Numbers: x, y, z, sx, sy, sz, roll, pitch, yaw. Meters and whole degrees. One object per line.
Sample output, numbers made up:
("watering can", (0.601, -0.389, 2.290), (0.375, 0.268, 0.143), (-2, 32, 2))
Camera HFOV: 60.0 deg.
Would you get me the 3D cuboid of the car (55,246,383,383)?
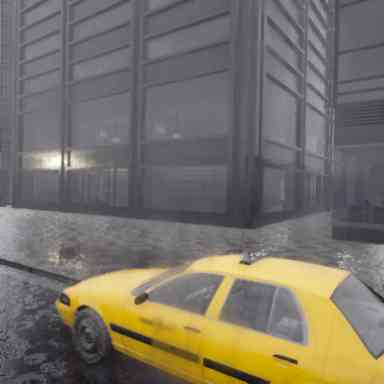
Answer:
("car", (0.475, 1.426, 4.018), (5.366, 1.575, 1.801), (1, 1, 36))
